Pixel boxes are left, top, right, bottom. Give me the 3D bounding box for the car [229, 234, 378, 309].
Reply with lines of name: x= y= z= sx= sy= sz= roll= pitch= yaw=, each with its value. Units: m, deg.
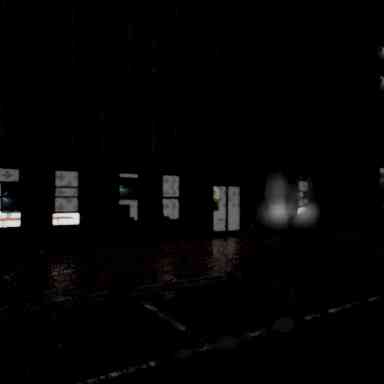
car: x=2.833 y=1.721 z=8.072 sx=4.206 sy=1.307 sz=1.802 roll=1 pitch=-1 yaw=-33
